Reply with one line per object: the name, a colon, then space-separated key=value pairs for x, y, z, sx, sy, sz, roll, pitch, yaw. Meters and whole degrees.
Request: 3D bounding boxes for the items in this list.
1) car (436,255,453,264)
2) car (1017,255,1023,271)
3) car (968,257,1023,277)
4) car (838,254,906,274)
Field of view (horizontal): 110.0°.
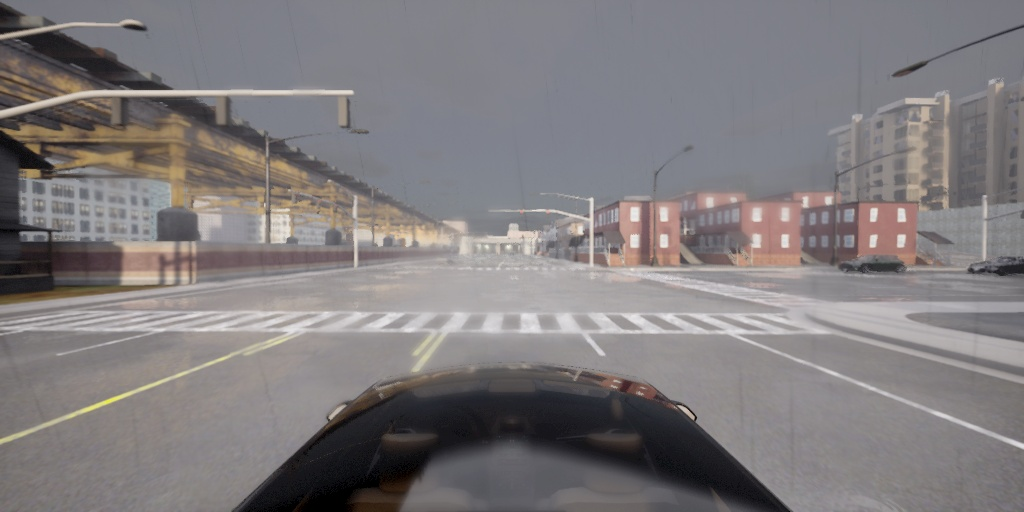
car: x=-10.502 y=0.520 z=55.872 sx=1.895 sy=1.301 sz=4.718 roll=0 pitch=1 yaw=0
car: x=48.364 y=0.616 z=31.785 sx=4.674 sy=1.442 sz=1.812 roll=0 pitch=1 yaw=0
car: x=39.226 y=0.830 z=28.356 sx=4.902 sy=1.511 sz=2.128 roll=0 pitch=1 yaw=0
car: x=31.881 y=0.637 z=31.864 sx=4.553 sy=1.767 sz=2.097 roll=0 pitch=1 yaw=0
